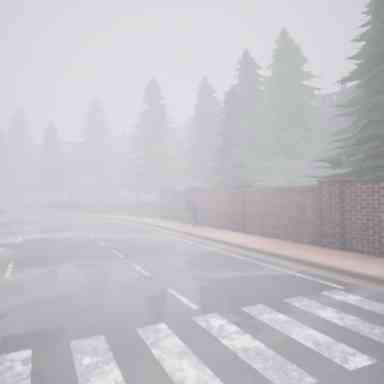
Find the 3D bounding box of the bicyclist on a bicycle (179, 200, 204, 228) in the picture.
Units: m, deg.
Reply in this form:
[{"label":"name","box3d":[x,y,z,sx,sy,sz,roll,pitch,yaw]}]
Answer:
[{"label":"bicyclist on a bicycle","box3d":[-0.047,1.320,19.819,1.656,1.620,0.582,-2,0,-25]}]

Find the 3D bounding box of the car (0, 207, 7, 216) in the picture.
[{"label":"car","box3d":[-23.747,2.143,38.420,4.718,1.301,1.895,-1,0,24]}]
